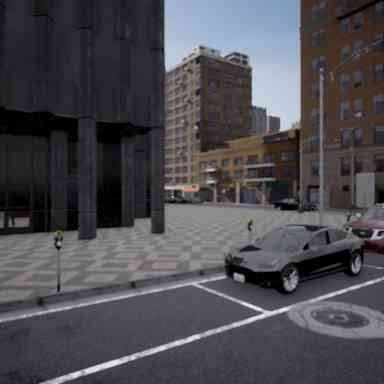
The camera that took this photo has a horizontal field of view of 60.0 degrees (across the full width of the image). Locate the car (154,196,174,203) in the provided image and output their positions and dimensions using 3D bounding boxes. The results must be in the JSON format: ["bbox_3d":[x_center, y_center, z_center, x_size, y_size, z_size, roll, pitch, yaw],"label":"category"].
[{"bbox_3d":[-5.720,1.518,66.937,1.895,1.301,4.718,0,0,-35],"label":"car"}]

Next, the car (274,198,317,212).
[{"bbox_3d":[11.361,1.439,36.762,1.882,1.535,5.008,0,0,-35],"label":"car"}]

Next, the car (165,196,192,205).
[{"bbox_3d":[-2.459,1.547,56.872,1.895,1.301,4.718,0,0,-34],"label":"car"}]

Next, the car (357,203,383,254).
[{"bbox_3d":[7.433,1.316,12.072,5.009,1.841,2.192,0,0,-36],"label":"car"}]

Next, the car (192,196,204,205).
[{"bbox_3d":[0.126,1.437,58.567,2.128,1.511,4.902,0,0,-34],"label":"car"}]

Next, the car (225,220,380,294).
[{"bbox_3d":[2.842,1.566,8.795,4.313,1.339,1.947,0,0,-36],"label":"car"}]
